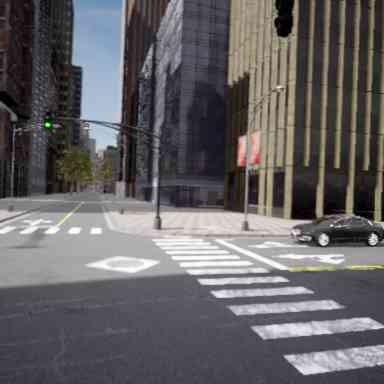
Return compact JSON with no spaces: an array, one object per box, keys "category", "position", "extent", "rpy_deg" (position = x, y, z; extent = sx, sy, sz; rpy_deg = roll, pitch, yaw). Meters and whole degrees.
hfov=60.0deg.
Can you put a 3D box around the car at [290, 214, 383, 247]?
[{"category":"car","position":[7.363,1.907,16.871],"extent":[4.892,1.490,1.837],"rpy_deg":[2,0,-16]}]
